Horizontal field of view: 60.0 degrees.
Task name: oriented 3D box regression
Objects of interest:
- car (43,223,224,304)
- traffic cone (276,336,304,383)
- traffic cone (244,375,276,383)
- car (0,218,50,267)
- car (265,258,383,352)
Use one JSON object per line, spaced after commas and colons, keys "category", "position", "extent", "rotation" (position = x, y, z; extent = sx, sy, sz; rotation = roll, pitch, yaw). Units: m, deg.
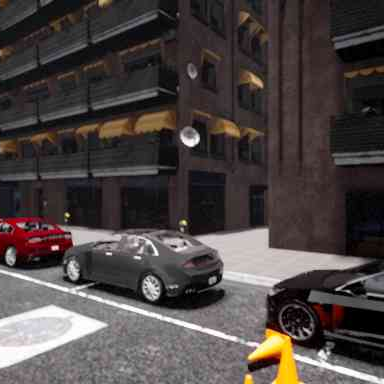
{"category": "car", "position": [-1.354, 1.553, 8.008], "extent": [4.403, 1.369, 2.008], "rotation": [0, 0, 36]}
{"category": "traffic cone", "position": [1.095, 1.956, 3.814], "extent": [0.340, 0.580, 0.340], "rotation": [0, 0, 36]}
{"category": "traffic cone", "position": [0.511, 1.956, 3.003], "extent": [0.340, 0.580, 0.340], "rotation": [0, 0, 36]}
{"category": "car", "position": [-5.919, 1.550, 11.304], "extent": [4.507, 1.381, 1.887], "rotation": [0, 0, 36]}
{"category": "car", "position": [3.211, 1.566, 4.712], "extent": [4.313, 1.339, 1.947], "rotation": [0, 0, 36]}
